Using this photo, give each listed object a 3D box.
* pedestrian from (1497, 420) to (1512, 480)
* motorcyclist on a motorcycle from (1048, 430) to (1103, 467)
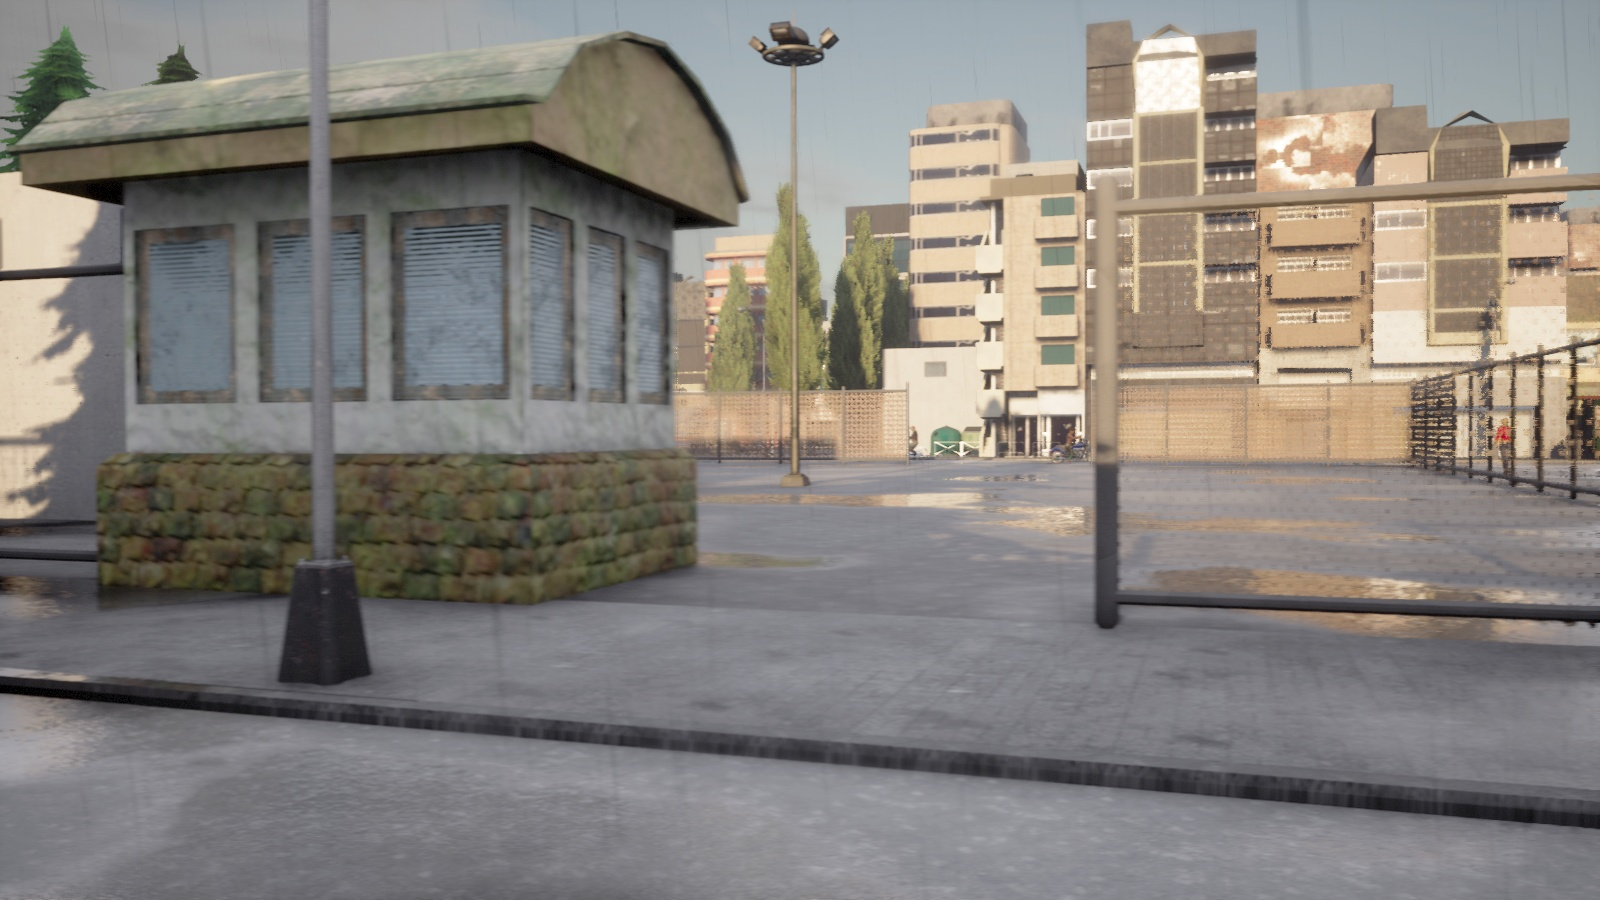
[{"bbox_3d":[21.992,-0.012,39.200,0.331,1.846,0.636,1,1,32],"label":"pedestrian"},{"bbox_3d":[12.304,-0.073,56.093,2.350,1.649,0.766,1,1,19],"label":"motorcyclist on a motorcycle"}]
